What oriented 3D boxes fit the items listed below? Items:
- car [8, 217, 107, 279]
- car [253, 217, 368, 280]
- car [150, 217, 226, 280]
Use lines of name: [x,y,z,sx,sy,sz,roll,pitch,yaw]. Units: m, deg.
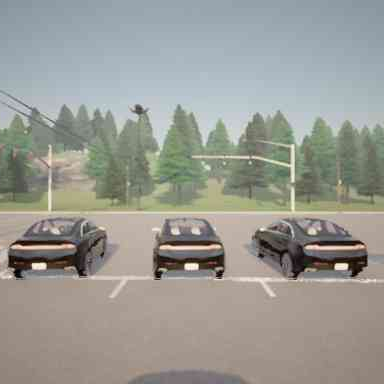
car: [-3.802,1.517,10.151,2.128,1.511,4.902,0,0,-6]
car: [3.242,1.518,10.104,2.128,1.511,4.902,0,0,-5]
car: [-0.221,1.518,10.104,2.128,1.511,4.902,0,0,-5]
